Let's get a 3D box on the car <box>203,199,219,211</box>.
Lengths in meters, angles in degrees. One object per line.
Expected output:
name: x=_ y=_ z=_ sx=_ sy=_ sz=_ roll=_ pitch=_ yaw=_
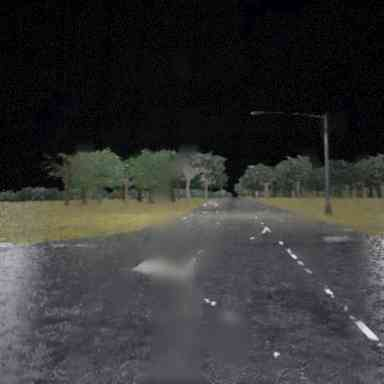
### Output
car: x=2.784 y=1.753 z=47.620 sx=2.097 sy=1.767 sz=4.553 roll=-1 pitch=-1 yaw=7
